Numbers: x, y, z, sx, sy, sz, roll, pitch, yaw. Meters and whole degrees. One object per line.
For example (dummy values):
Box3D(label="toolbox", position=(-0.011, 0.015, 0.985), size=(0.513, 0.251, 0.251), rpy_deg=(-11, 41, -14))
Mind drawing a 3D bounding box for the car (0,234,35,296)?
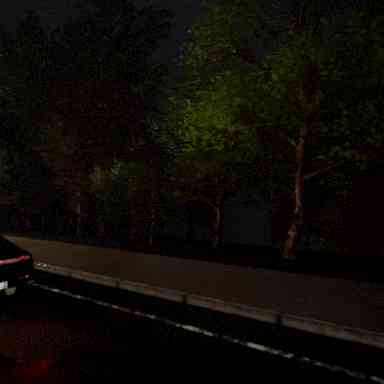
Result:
Box3D(label="car", position=(-5.591, 1.588, 7.660), size=(4.902, 1.511, 2.128), rpy_deg=(-1, 0, 35))
